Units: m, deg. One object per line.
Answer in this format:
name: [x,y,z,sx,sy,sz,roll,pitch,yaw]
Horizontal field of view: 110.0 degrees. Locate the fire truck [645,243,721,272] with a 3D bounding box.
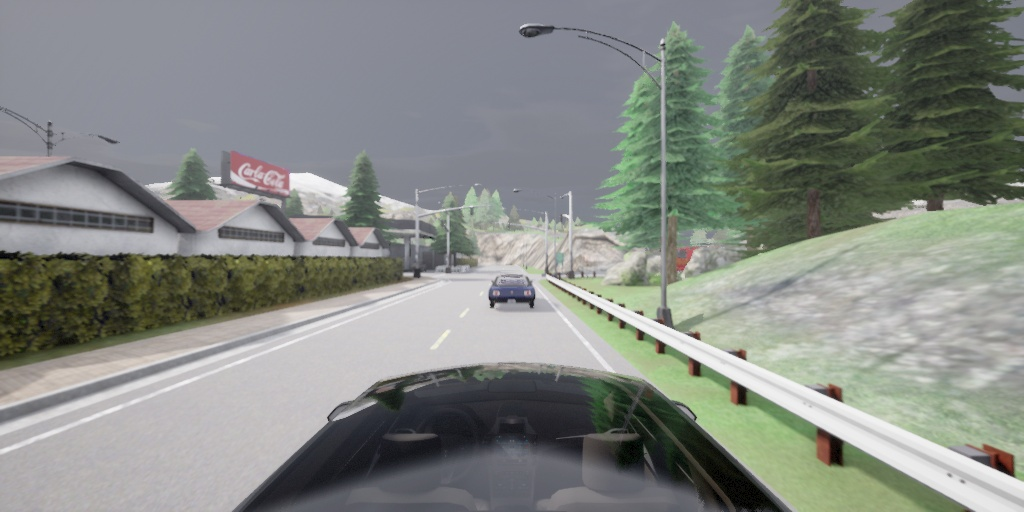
fire truck: [19.809,0.475,41.799,8.468,3.827,2.891,0,-1,-1]

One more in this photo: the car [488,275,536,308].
car: [0.000,1.475,15.954,1.895,1.301,4.718,0,0,0]
